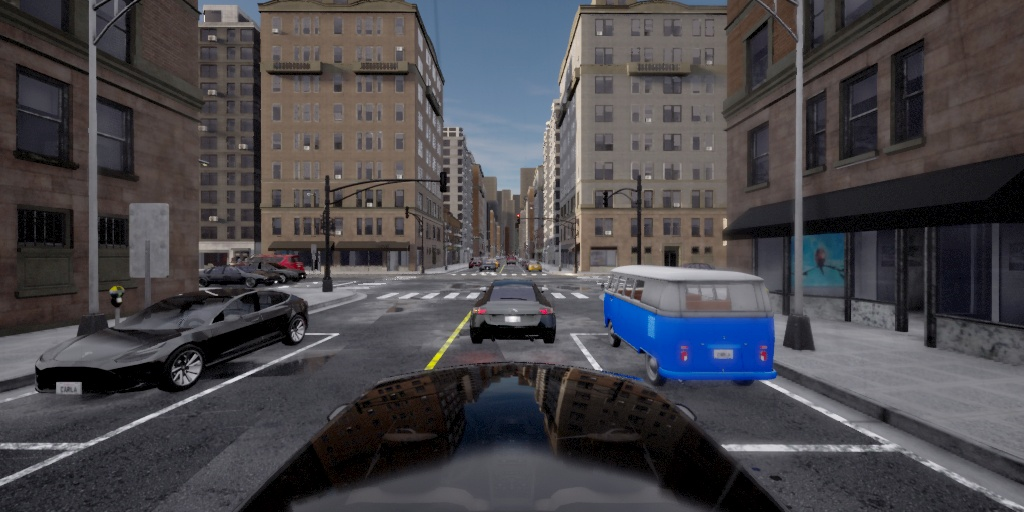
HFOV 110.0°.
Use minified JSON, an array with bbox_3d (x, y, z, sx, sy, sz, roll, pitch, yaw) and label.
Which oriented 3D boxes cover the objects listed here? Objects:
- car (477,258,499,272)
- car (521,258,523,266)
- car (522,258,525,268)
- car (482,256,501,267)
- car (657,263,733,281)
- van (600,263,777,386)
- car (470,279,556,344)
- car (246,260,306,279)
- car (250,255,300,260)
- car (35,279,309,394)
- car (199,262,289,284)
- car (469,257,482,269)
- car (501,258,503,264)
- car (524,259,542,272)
[{"bbox_3d":[-3.036,1.305,45.866,1.994,1.385,4.181,0,0,-1],"label":"car"},{"bbox_3d":[2.838,1.286,56.954,2.007,1.370,4.403,0,0,0],"label":"car"},{"bbox_3d":[2.880,1.178,51.428,1.967,1.591,4.097,0,0,0],"label":"car"},{"bbox_3d":[-3.095,1.214,54.737,1.882,1.535,5.008,0,0,0],"label":"car"},{"bbox_3d":[15.228,1.289,30.027,5.357,1.411,2.033,0,0,0],"label":"car"},{"bbox_3d":[2.883,1.090,6.712,1.690,1.789,3.998,0,0,0],"label":"van"},{"bbox_3d":[0.044,1.314,9.636,1.994,1.385,4.181,0,0,1],"label":"car"},{"bbox_3d":[-17.864,1.230,26.396,4.892,1.490,1.837,0,0,0],"label":"car"},{"bbox_3d":[-20.391,0.932,29.832,5.566,2.045,2.150,0,0,0],"label":"car"},{"bbox_3d":[-5.642,1.315,6.756,1.948,1.339,4.313,0,0,0],"label":"car"},{"bbox_3d":[-17.894,1.281,23.144,5.357,1.411,2.033,0,0,0],"label":"car"},{"bbox_3d":[-5.687,1.050,56.891,2.192,1.841,5.009,0,0,0],"label":"car"},{"bbox_3d":[-3.135,1.330,65.230,1.895,1.301,4.718,0,0,0],"label":"car"},{"bbox_3d":[2.920,1.267,46.072,1.751,1.417,4.829,0,0,0],"label":"car"}]
